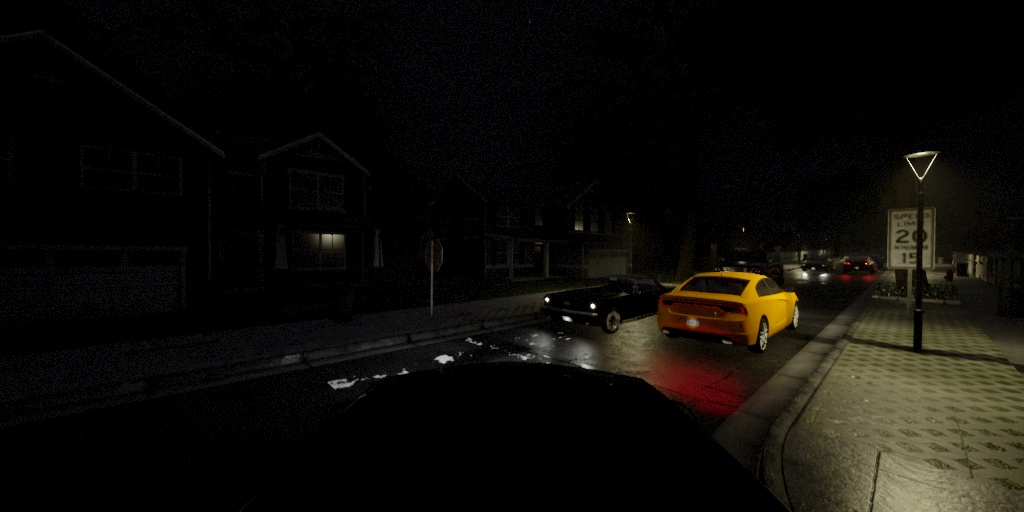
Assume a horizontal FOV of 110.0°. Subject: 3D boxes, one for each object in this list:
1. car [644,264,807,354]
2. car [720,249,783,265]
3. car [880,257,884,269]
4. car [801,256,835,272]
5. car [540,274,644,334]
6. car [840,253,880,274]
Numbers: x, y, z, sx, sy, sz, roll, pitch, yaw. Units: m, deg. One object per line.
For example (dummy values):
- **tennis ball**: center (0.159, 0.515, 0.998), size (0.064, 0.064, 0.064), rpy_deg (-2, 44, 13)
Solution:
- **car**: center (5.385, 1.125, 8.685), size (5.008, 1.535, 1.882), rpy_deg (-1, 1, -42)
- **car**: center (12.710, 0.665, 19.104), size (5.566, 2.045, 2.150), rpy_deg (-1, 1, -42)
- **car**: center (36.605, 0.475, 36.756), size (5.008, 1.535, 1.882), rpy_deg (-1, 2, -41)
- **car**: center (28.098, 0.669, 32.848), size (5.357, 1.411, 2.033), rpy_deg (-1, 2, -42)
- **car**: center (3.000, 1.219, 10.377), size (4.718, 1.301, 1.895), rpy_deg (-1, 1, -42)
- **car**: center (28.967, 0.707, 29.835), size (4.674, 1.442, 1.812), rpy_deg (-1, 2, -41)
